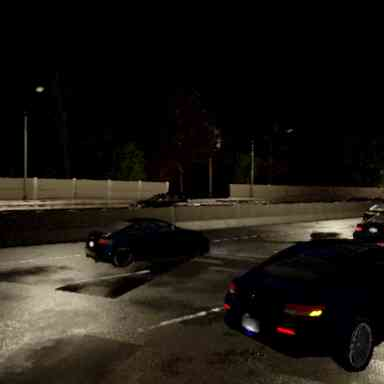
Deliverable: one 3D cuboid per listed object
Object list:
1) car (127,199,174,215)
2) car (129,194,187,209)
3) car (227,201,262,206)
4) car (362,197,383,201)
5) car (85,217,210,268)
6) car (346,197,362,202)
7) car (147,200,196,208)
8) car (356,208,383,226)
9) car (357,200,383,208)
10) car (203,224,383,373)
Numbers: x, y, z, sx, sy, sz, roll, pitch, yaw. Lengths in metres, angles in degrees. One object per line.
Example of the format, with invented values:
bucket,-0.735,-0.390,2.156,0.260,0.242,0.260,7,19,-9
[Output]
car,-4.373,1.520,35.163,4.674,1.442,1.812,0,0,-35
car,-2.882,1.218,31.945,5.566,2.045,2.150,0,0,-35
car,4.187,1.497,28.368,4.902,1.511,2.128,0,0,-35
car,31.568,1.625,56.173,5.357,1.411,2.033,0,0,-35
car,-1.416,1.562,11.312,4.181,1.385,1.994,0,0,-35
car,29.424,1.620,58.938,5.357,1.411,2.033,0,0,-35
car,-1.153,1.599,28.883,4.718,1.301,1.895,0,0,-35
car,9.192,1.559,14.524,5.357,1.411,2.033,0,0,-35
car,13.020,1.508,21.509,4.902,1.511,2.128,0,0,-35
car,2.635,1.528,5.604,4.674,1.442,1.812,0,0,-35
